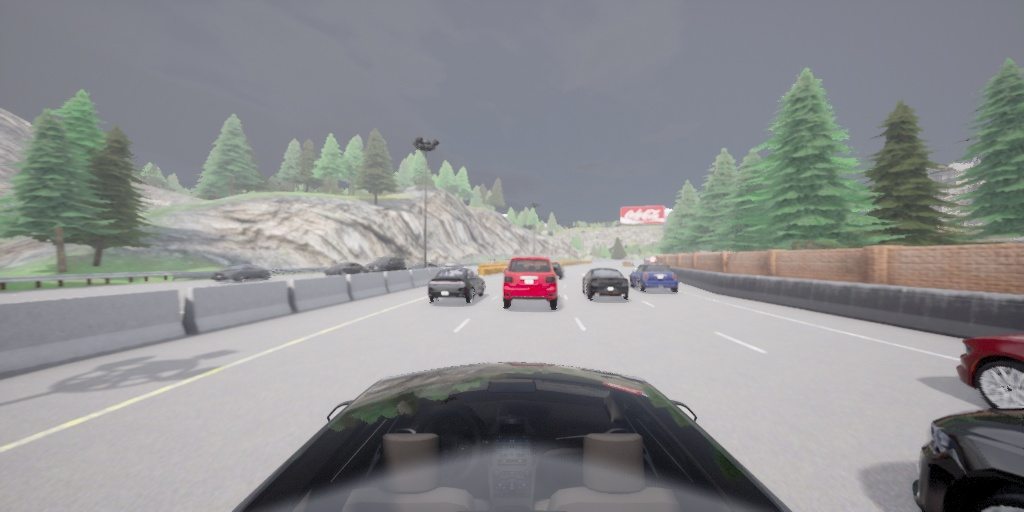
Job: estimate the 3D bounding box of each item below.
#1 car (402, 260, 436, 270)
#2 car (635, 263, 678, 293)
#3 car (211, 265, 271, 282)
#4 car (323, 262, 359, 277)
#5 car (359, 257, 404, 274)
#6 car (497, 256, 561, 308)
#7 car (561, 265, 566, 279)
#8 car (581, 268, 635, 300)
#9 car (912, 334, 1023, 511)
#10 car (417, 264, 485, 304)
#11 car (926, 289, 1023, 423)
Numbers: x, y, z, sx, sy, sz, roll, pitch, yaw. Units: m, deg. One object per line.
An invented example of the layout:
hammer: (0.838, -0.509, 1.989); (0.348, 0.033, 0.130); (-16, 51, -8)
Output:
car: (-9.592, 1.437, 38.995); (1.837, 1.490, 4.892); (0, -1, 13)
car: (8.814, 1.251, 22.676); (2.097, 1.767, 4.553); (0, 0, 8)
car: (-22.165, 1.398, 29.494); (1.994, 1.385, 4.181); (0, 0, 10)
car: (-17.202, 1.401, 37.035); (1.837, 1.490, 4.892); (0, -1, 12)
car: (-13.375, 1.136, 38.223); (2.150, 2.045, 5.566); (0, -1, 13)
car: (0.888, 1.055, 15.835); (2.150, 2.045, 5.566); (0, 0, 6)
car: (4.210, 1.463, 35.717); (1.837, 1.490, 4.892); (0, 0, 13)
car: (4.722, 1.340, 18.625); (1.882, 1.535, 5.008); (0, 0, 7)
car: (3.667, 1.247, 0.378); (2.128, 1.511, 4.902); (0, 0, -1)
car: (-2.495, 1.320, 16.989); (2.128, 1.511, 4.902); (0, 0, 6)
car: (7.174, 1.259, 2.902); (1.882, 1.535, 5.008); (0, 0, 0)
